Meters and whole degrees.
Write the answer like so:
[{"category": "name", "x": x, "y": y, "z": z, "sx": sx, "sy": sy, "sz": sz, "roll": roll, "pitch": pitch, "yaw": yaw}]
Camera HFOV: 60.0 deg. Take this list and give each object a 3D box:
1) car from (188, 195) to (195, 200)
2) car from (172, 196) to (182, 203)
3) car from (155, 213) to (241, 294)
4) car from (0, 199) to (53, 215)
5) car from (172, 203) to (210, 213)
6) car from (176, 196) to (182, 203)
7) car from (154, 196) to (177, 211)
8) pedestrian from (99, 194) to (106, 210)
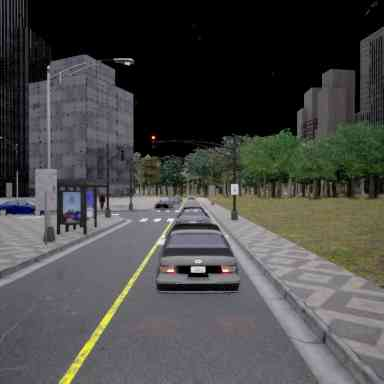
[{"category": "car", "x": -0.153, "y": 1.470, "z": 86.414, "sx": 1.895, "sy": 1.301, "sz": 4.718, "roll": 0, "pitch": 0, "yaw": 0}, {"category": "car", "x": -3.082, "y": 1.463, "z": 70.222, "sx": 1.994, "sy": 1.385, "sz": 4.181, "roll": 0, "pitch": 0, "yaw": 0}, {"category": "car", "x": 0.094, "y": 1.545, "z": 8.939, "sx": 2.033, "sy": 1.411, "sz": 5.357, "roll": 0, "pitch": 0, "yaw": -1}, {"category": "car", "x": -15.658, "y": 1.426, "z": 31.180, "sx": 5.008, "sy": 1.535, "sz": 1.882, "roll": 0, "pitch": 0, "yaw": 0}, {"category": "car", "x": 0.071, "y": 1.554, "z": 19.217, "sx": 1.994, "sy": 1.385, "sz": 4.181, "roll": 0, "pitch": 0, "yaw": 0}, {"category": "car", "x": -3.124, "y": 1.499, "z": 57.791, "sx": 1.994, "sy": 1.385, "sz": 4.181, "roll": 0, "pitch": 0, "yaw": 0}, {"category": "car", "x": -3.377, "y": 1.562, "z": 41.329, "sx": 1.895, "sy": 1.301, "sz": 4.718, "roll": 0, "pitch": 0, "yaw": 5}, {"category": "pedestrian", "x": -10.108, "y": 1.051, "z": 37.285, "sx": 0.375, "sy": 1.860, "sz": 0.375, "roll": 0, "pitch": 0, "yaw": 1}]
